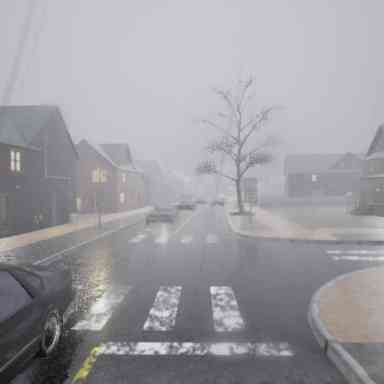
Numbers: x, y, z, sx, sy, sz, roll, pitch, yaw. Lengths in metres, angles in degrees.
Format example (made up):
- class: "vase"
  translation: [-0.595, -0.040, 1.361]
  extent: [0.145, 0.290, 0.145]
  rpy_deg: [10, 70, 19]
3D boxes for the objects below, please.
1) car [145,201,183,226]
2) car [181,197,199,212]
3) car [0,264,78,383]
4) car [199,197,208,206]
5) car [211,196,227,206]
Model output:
- class: "car"
  translation: [-1.985, 1.575, 23.313]
  extent: [1.895, 1.301, 4.718]
  rpy_deg: [0, 0, 3]
- class: "car"
  translation: [-0.634, 1.559, 38.594]
  extent: [1.895, 1.301, 4.718]
  rpy_deg: [0, 0, 7]
- class: "car"
  translation: [-2.826, 1.543, 3.255]
  extent: [2.033, 1.411, 5.357]
  rpy_deg: [0, 0, 1]
- class: "car"
  translation: [1.479, 1.544, 54.262]
  extent: [1.895, 1.301, 4.718]
  rpy_deg: [0, 0, 9]
- class: "car"
  translation: [4.087, 1.551, 52.101]
  extent: [1.895, 1.301, 4.718]
  rpy_deg: [0, 0, 9]
